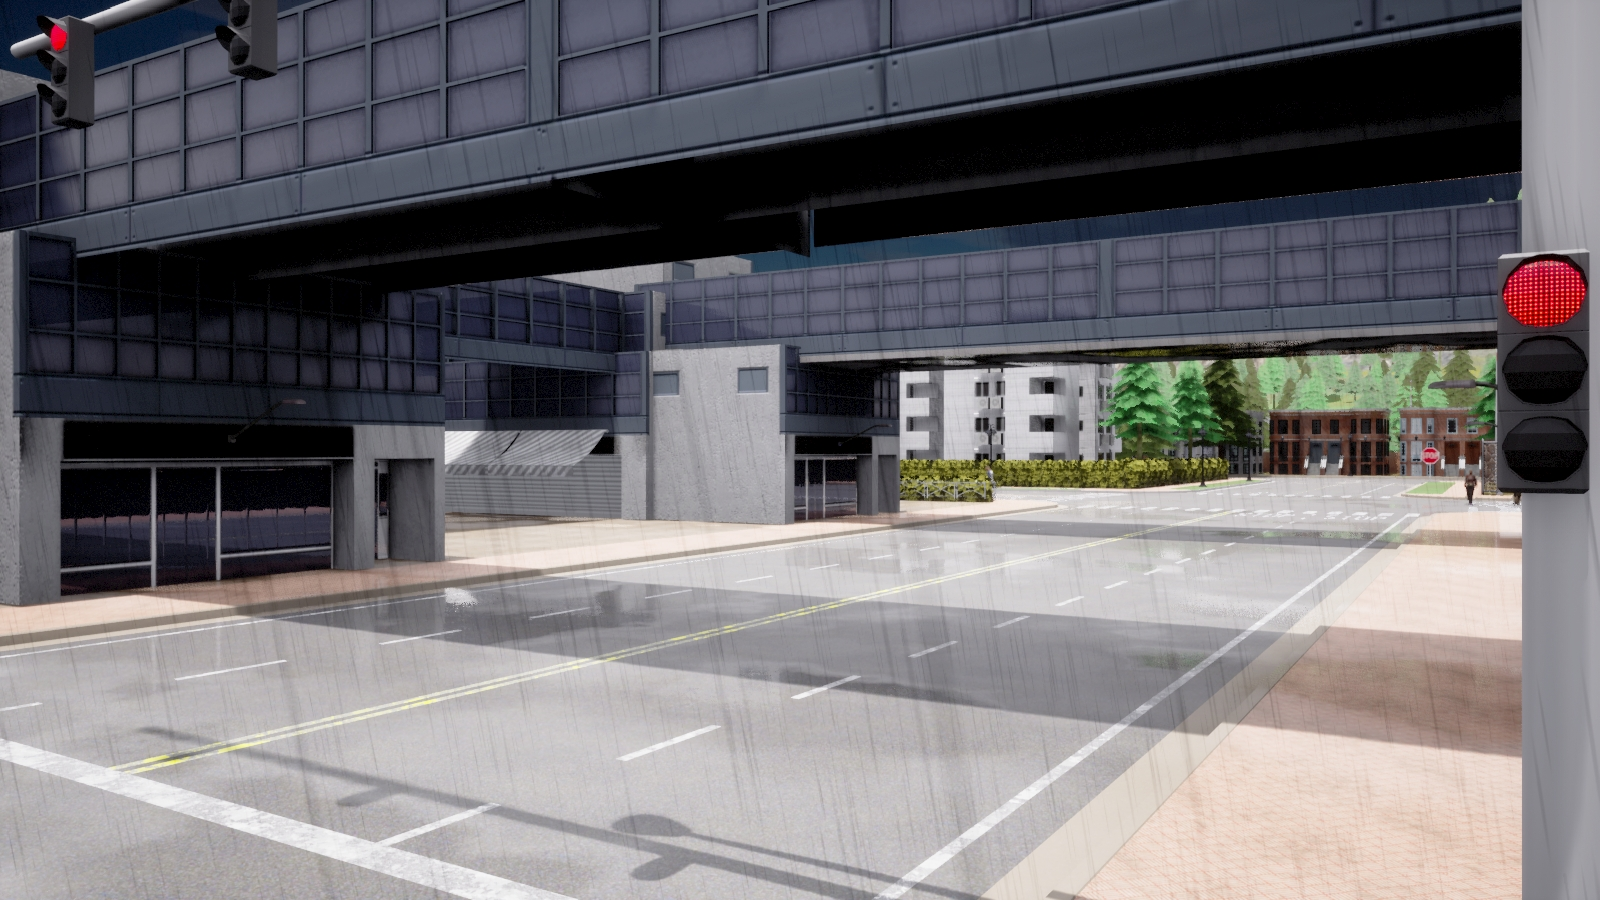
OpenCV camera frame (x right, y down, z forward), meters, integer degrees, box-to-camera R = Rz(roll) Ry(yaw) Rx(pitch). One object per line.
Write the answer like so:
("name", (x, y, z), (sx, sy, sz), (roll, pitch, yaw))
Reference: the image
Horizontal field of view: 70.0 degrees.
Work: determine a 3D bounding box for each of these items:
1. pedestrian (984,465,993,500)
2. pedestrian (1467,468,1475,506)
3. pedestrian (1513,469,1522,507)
("pedestrian", (9.864, 1.696, 59.755), (0.375, 1.860, 0.375), (0, 0, 31))
("pedestrian", (33.595, 1.849, 57.200), (0.375, 1.860, 0.375), (0, 0, 32))
("pedestrian", (35.444, 1.848, 56.442), (0.375, 1.860, 0.375), (0, 0, 38))
